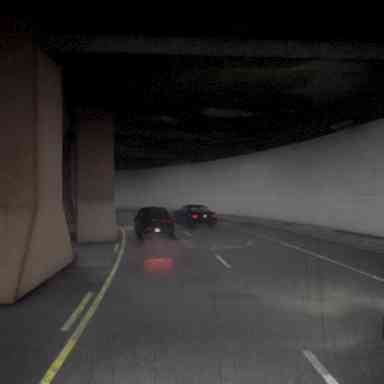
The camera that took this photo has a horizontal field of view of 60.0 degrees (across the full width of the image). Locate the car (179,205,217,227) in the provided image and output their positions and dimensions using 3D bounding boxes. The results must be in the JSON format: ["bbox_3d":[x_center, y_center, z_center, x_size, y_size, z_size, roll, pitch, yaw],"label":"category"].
[{"bbox_3d":[0.031,1.584,23.405,2.033,1.411,5.357,0,0,-18],"label":"car"}]

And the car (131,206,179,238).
[{"bbox_3d":[-2.143,1.540,17.950,1.837,1.490,4.892,0,0,-12],"label":"car"}]
